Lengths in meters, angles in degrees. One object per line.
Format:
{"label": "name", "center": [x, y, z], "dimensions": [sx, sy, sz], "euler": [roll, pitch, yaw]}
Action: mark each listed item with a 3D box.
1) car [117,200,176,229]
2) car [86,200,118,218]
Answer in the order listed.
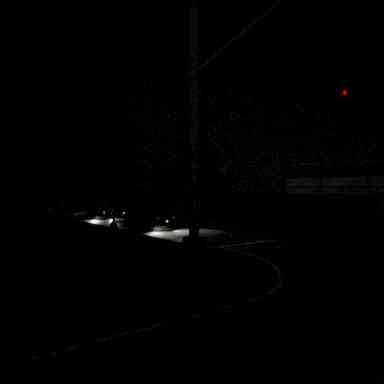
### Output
{"label": "car", "center": [-2.897, 1.505, 21.814], "dimensions": [1.837, 1.490, 4.892], "euler": [0, 0, -36]}
{"label": "car", "center": [-8.424, 1.505, 30.059], "dimensions": [1.837, 1.490, 4.892], "euler": [0, 0, -26]}
